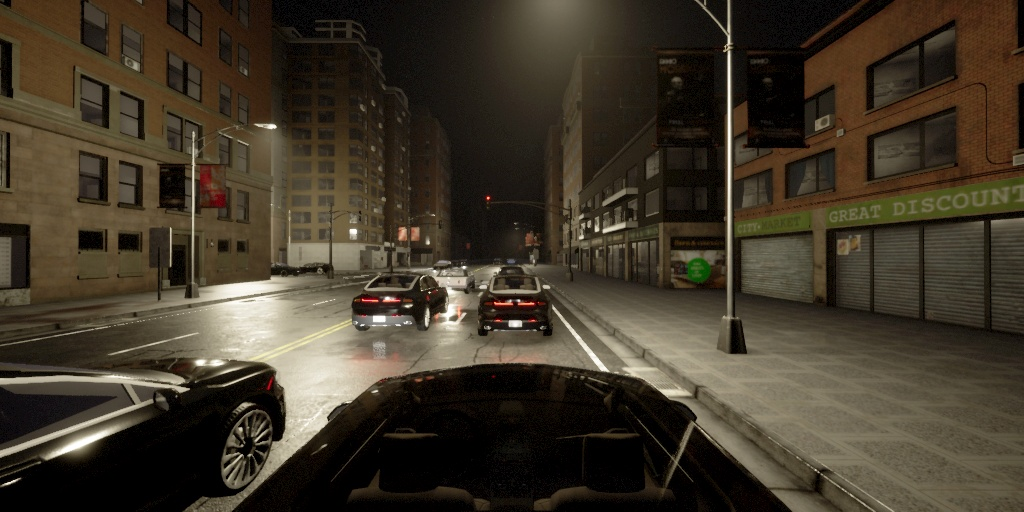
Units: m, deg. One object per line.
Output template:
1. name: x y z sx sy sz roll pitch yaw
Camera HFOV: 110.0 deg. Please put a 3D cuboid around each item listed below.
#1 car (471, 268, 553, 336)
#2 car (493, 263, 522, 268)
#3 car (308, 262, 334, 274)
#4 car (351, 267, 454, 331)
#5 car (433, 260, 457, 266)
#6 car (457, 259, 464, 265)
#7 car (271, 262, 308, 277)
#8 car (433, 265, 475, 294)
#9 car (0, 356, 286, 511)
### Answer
1. car: 0.081 1.256 10.387 1.837 1.490 4.892 0 0 0
2. car: -0.035 1.279 19.644 1.812 1.442 4.674 0 0 0
3. car: -22.227 1.348 40.053 4.313 1.339 1.948 0 0 0
4. car: -3.170 1.256 10.978 1.837 1.490 4.892 0 0 0
5. car: -9.920 1.319 52.133 2.033 1.411 5.357 0 0 4
6. car: -9.942 1.343 61.908 1.994 1.385 4.181 0 0 0
7. car: -22.610 1.316 34.572 4.181 1.385 1.994 0 0 0
8. car: -3.189 1.354 20.290 1.895 1.301 4.718 0 0 0
9. car: -3.154 1.241 1.590 2.128 1.511 4.902 0 0 0
